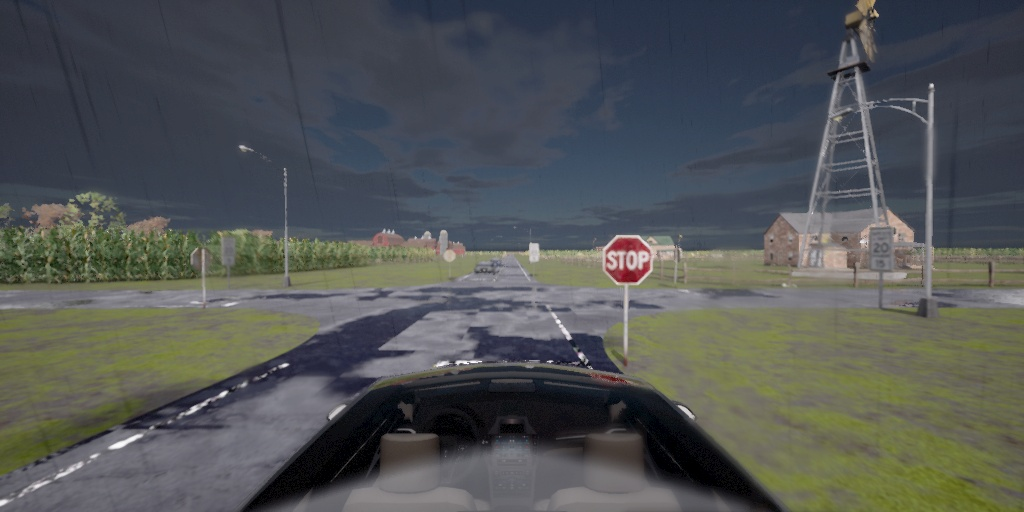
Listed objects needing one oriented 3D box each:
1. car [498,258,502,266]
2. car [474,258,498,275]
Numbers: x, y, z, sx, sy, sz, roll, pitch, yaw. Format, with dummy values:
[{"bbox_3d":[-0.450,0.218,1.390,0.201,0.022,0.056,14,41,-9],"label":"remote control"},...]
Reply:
[{"bbox_3d":[-2.742,0.967,61.640,2.033,1.411,5.357,0,0,0],"label":"car"},{"bbox_3d":[-2.746,1.193,36.838,1.994,1.385,4.181,0,1,0],"label":"car"}]
